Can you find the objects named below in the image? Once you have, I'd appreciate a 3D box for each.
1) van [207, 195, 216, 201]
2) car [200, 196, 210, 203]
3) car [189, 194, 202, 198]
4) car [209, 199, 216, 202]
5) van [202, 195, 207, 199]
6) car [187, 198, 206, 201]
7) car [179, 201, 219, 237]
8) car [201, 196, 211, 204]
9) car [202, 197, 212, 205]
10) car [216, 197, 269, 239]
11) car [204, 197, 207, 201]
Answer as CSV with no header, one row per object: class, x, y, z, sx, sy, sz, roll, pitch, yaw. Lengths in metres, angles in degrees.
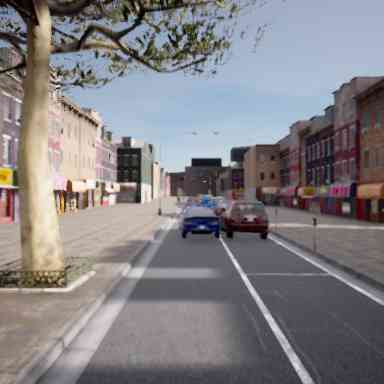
van,2.711,1.406,34.230,1.690,1.788,3.998,1,0,0
car,2.779,1.706,73.014,1.887,1.381,4.507,1,0,0
car,0.197,1.458,55.243,2.097,1.767,4.553,0,0,0
car,2.698,1.599,28.689,1.887,1.381,4.507,1,0,0
van,2.751,1.453,56.392,1.690,1.788,3.998,1,0,0
car,0.158,1.665,35.423,1.895,1.301,4.718,0,0,0
car,0.331,1.511,18.167,1.882,1.535,5.008,0,0,-3
car,2.770,1.583,67.473,1.967,1.590,4.097,1,0,0
car,2.759,1.653,62.103,1.752,1.417,4.829,1,0,0
car,2.680,1.350,17.608,2.192,1.841,5.009,1,0,0
car,2.718,1.641,39.770,1.947,1.339,4.313,1,0,0
